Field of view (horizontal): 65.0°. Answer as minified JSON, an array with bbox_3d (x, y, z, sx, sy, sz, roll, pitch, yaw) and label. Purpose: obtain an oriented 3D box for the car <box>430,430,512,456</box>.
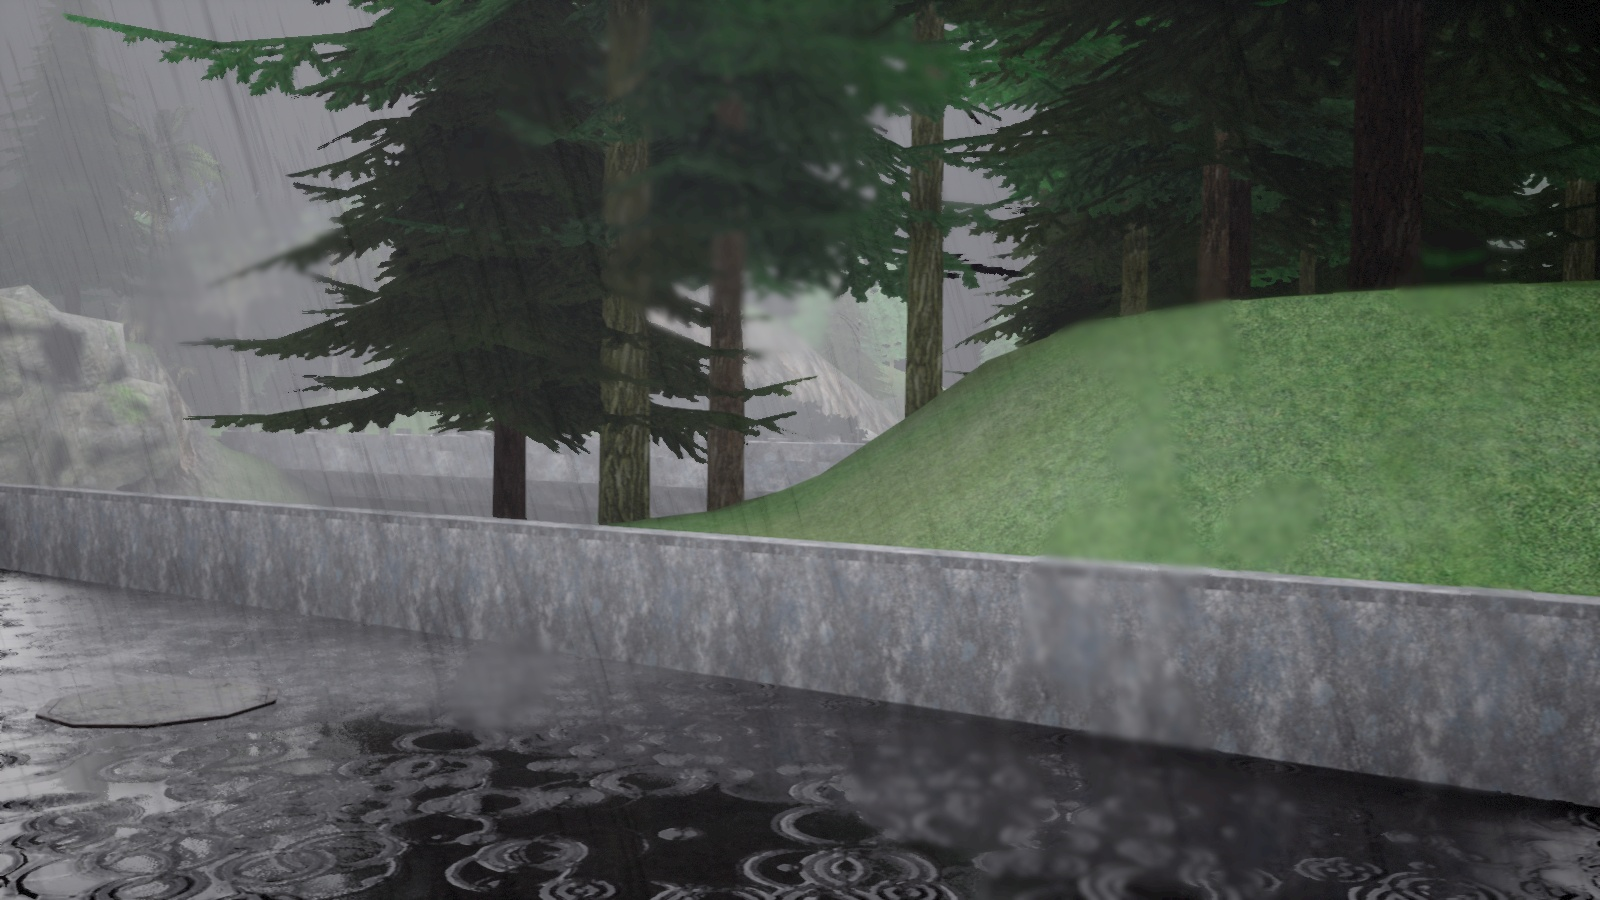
[{"bbox_3d":[-20.221,-0.456,77.083,4.902,1.511,2.128,0,1,34],"label":"car"}]
